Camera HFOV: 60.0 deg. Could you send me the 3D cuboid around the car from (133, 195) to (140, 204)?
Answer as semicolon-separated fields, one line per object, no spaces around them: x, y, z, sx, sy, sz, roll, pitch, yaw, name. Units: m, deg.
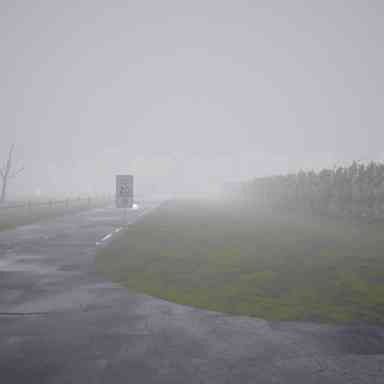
-9.423;1.145;52.368;1.895;1.301;4.718;1;0;-2;car
